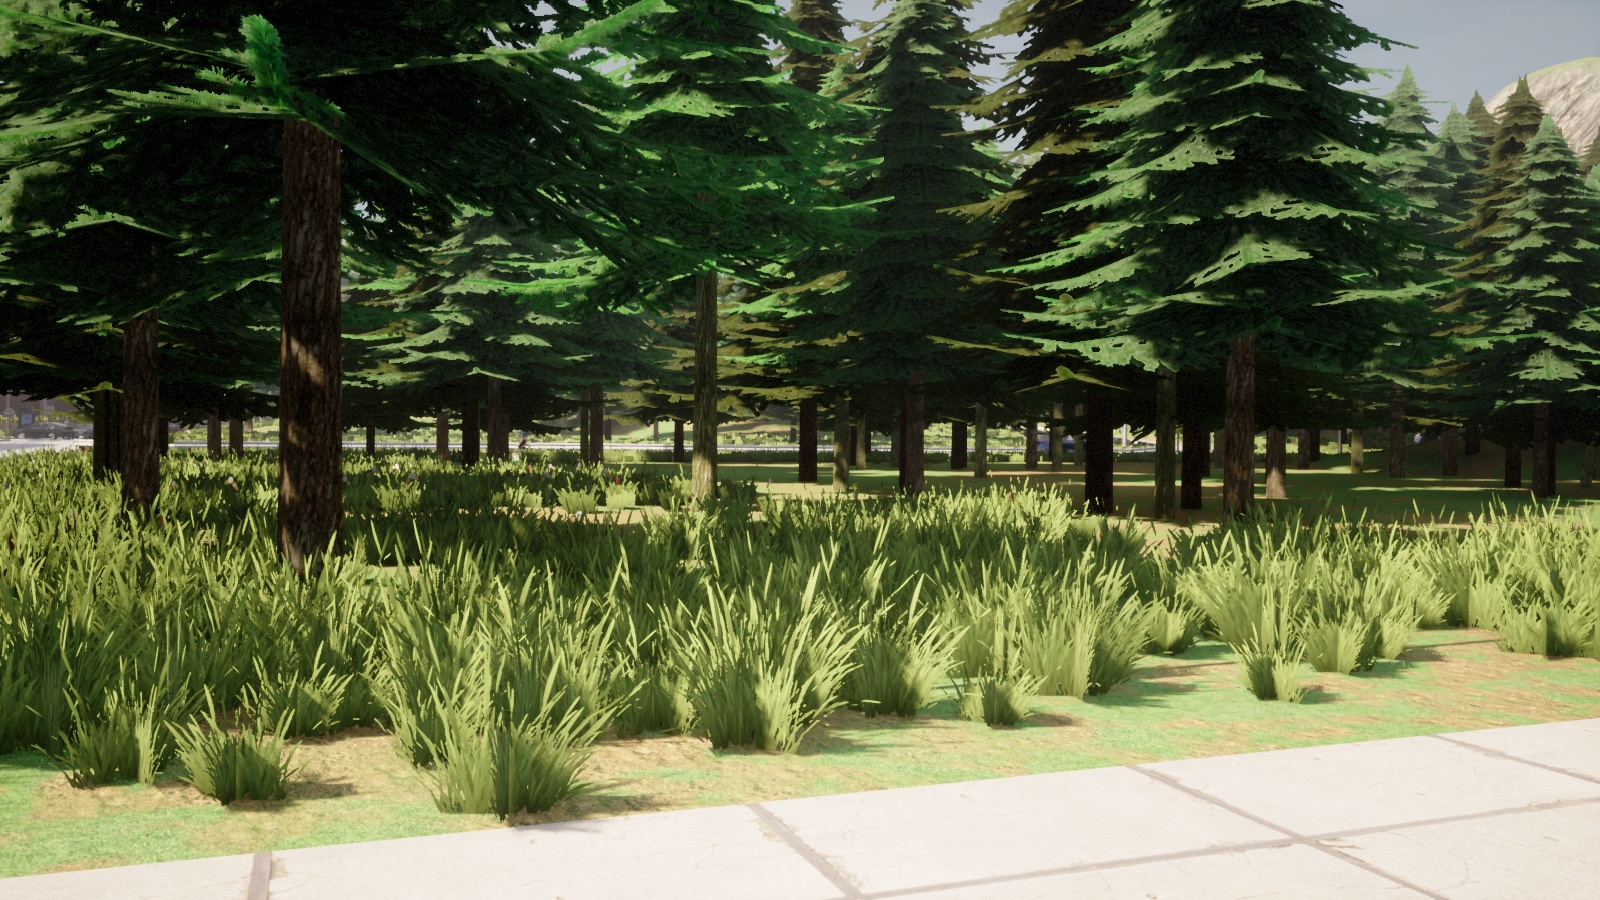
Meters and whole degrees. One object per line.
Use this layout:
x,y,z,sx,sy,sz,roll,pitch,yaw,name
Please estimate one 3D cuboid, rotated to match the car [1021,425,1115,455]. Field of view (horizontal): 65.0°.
15.093,-0.577,70.702,4.856,1.649,2.033,-1,1,-22,car
